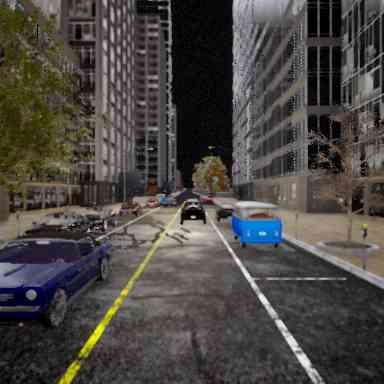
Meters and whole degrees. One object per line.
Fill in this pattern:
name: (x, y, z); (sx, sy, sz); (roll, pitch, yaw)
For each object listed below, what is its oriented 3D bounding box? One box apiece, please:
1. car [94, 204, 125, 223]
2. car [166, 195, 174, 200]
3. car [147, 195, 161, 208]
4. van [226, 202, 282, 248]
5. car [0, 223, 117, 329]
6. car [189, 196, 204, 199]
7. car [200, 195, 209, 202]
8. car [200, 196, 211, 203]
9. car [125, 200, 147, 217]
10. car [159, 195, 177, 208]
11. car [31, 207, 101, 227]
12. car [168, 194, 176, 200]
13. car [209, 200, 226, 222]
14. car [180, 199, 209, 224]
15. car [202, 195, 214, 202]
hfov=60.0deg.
car: (-5.701, 1.552, 20.190); (2.008, 1.369, 4.403); (0, 0, 0)
car: (-5.733, 1.489, 88.501); (1.802, 1.307, 4.206); (0, 0, 0)
car: (-5.714, 1.552, 48.652); (1.802, 1.307, 4.206); (0, 0, 0)
van: (2.682, 1.344, 14.497); (1.690, 1.788, 3.998); (0, 0, 0)
car: (-3.104, 1.603, 7.066); (1.895, 1.301, 4.718); (0, 0, 0)
car: (0.079, 1.525, 42.835); (2.033, 1.411, 5.357); (0, 0, 0)
car: (2.656, 1.381, 71.422); (1.967, 1.590, 4.097); (0, 0, 0)
car: (2.658, 1.499, 65.730); (2.008, 1.369, 4.403); (0, 0, 0)
car: (-5.706, 1.574, 31.575); (1.802, 1.307, 4.206); (0, 0, 0)
car: (-3.110, 1.518, 48.285); (2.033, 1.411, 5.357); (0, 0, 0)
car: (-5.698, 1.554, 14.497); (2.008, 1.369, 4.403); (0, 0, 0)
car: (-5.735, 1.331, 94.194); (1.967, 1.590, 4.097); (0, 0, 0)
car: (2.677, 1.549, 25.883); (2.008, 1.369, 4.403); (0, 0, 0)
car: (0.087, 1.524, 24.706); (1.812, 1.442, 4.674); (0, 0, 0)
car: (2.664, 1.545, 54.346); (1.802, 1.307, 4.206); (0, 0, 0)
